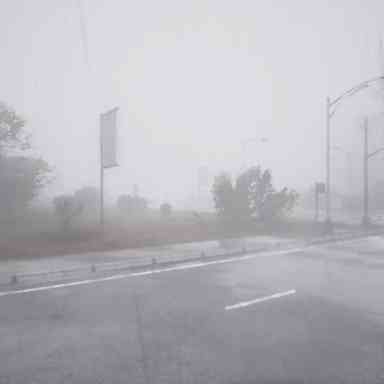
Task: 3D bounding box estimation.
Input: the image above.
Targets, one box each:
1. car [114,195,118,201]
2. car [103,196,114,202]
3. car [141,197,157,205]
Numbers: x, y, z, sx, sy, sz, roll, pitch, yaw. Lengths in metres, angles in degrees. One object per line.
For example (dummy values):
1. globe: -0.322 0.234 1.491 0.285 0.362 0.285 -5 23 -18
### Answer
1. car: -19.300 1.635 86.396 1.882 1.535 5.008 0 0 -37
2. car: -22.335 1.696 84.608 1.994 1.385 4.181 0 0 -37
3. car: -8.271 1.656 60.811 1.837 1.490 4.892 0 -1 -38
